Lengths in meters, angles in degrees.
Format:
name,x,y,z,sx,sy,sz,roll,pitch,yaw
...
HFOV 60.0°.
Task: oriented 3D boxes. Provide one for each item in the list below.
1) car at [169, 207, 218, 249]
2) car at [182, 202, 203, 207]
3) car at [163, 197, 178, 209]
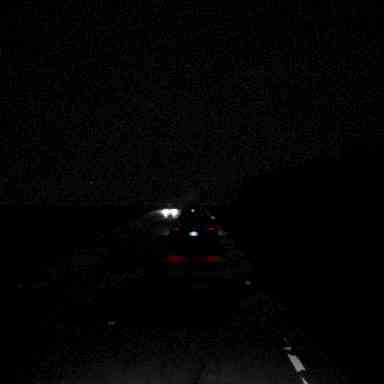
name,x,y,z,sx,sy,sz,roll,pitch,yaw
car,0.075,1.555,14.612,1.994,1.385,4.181,0,0,0
car,0.076,1.539,29.458,1.994,1.385,4.181,0,0,0
car,-2.817,1.455,44.395,2.128,1.511,4.902,0,0,0
